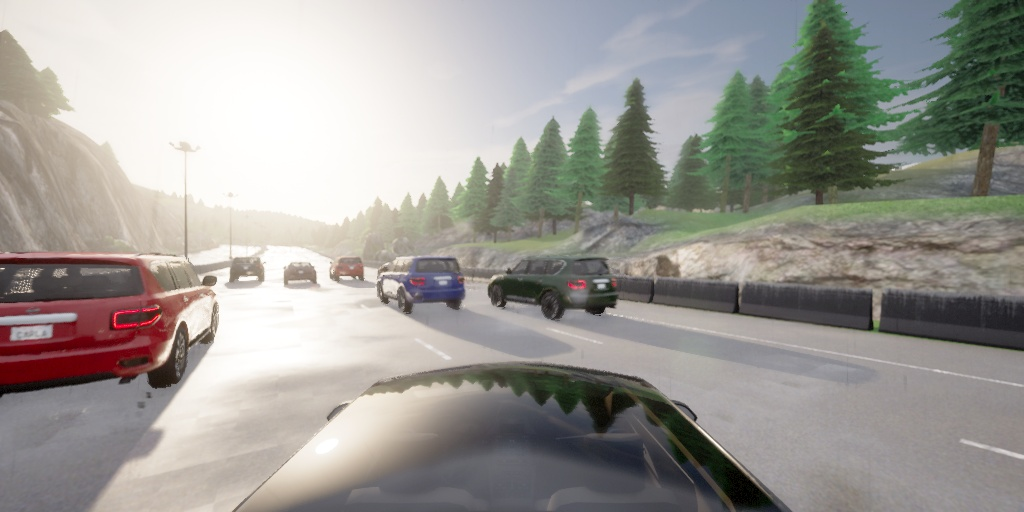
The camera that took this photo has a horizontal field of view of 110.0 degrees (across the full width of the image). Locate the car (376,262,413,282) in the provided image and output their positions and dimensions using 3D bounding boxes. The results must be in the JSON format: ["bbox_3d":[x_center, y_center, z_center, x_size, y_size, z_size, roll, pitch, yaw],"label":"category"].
[{"bbox_3d":[-10.312,1.322,31.146,1.882,1.535,5.008,0,0,-33],"label":"car"}]

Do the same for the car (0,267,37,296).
[{"bbox_3d":[-27.476,1.321,18.651,1.994,1.385,4.181,0,0,-32],"label":"car"}]

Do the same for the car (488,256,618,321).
[{"bbox_3d":[1.238,1.018,13.088,2.150,2.045,5.566,0,0,-33],"label":"car"}]

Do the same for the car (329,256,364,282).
[{"bbox_3d":[-14.227,1.056,30.773,2.150,2.045,5.566,0,0,-33],"label":"car"}]

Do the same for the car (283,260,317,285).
[{"bbox_3d":[-16.204,1.169,27.369,2.097,1.767,4.553,0,0,-33],"label":"car"}]

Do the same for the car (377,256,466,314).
[{"bbox_3d":[-3.803,1.014,14.477,2.150,2.045,5.566,0,0,-33],"label":"car"}]

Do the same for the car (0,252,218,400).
[{"bbox_3d":[-6.906,0.974,6.338,2.150,2.045,5.566,0,0,-33],"label":"car"}]

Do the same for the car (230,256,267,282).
[{"bbox_3d":[-22.071,1.035,30.044,2.150,2.045,5.566,0,0,-33],"label":"car"}]
